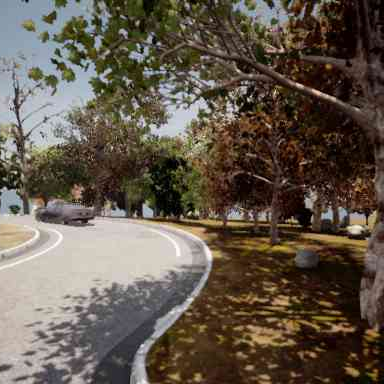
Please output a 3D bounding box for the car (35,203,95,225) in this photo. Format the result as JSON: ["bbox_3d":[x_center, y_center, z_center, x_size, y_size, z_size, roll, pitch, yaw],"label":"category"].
[{"bbox_3d":[-9.219,1.532,23.910,5.357,1.411,2.033,0,0,39],"label":"car"}]
